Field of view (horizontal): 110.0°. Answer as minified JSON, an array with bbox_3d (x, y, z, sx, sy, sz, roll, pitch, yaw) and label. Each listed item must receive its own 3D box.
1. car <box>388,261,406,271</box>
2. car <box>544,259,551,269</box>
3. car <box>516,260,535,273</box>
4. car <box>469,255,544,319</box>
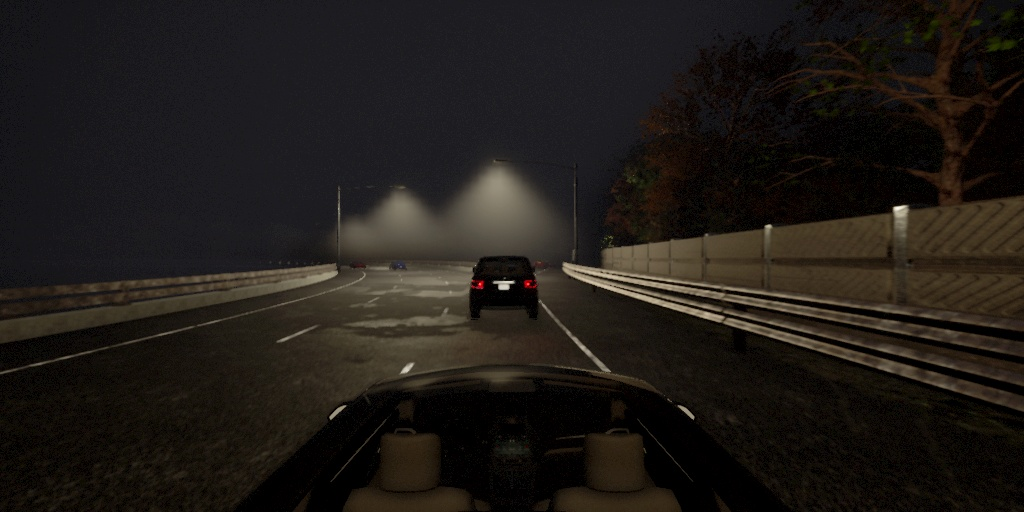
[{"bbox_3d":[-17.204,1.424,53.903,1.812,1.442,4.674,0,0,-28],"label":"car"},{"bbox_3d":[4.927,1.215,60.899,2.097,1.767,4.553,0,-1,12],"label":"car"},{"bbox_3d":[1.823,1.331,45.506,1.837,1.490,4.892,0,0,9],"label":"car"},{"bbox_3d":[-0.283,0.994,13.013,2.150,2.045,5.566,0,0,-1],"label":"car"}]
